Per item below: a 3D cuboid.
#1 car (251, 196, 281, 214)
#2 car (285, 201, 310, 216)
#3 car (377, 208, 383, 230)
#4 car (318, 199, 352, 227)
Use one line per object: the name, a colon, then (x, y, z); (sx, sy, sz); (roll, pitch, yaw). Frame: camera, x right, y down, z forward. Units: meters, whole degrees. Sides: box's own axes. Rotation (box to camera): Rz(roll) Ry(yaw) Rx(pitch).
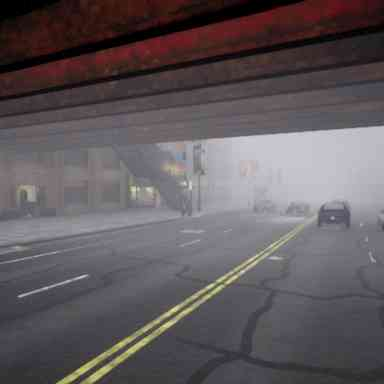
car: (7.835, 1.476, 35.453); (1.837, 1.490, 4.892); (0, 0, 25)
car: (10.497, 1.572, 32.905); (1.895, 1.301, 4.718); (0, 0, 25)
car: (12.395, 1.581, 20.135); (1.895, 1.301, 4.718); (0, 0, 25)
car: (9.728, 1.457, 22.676); (1.882, 1.535, 5.008); (0, 0, 25)
